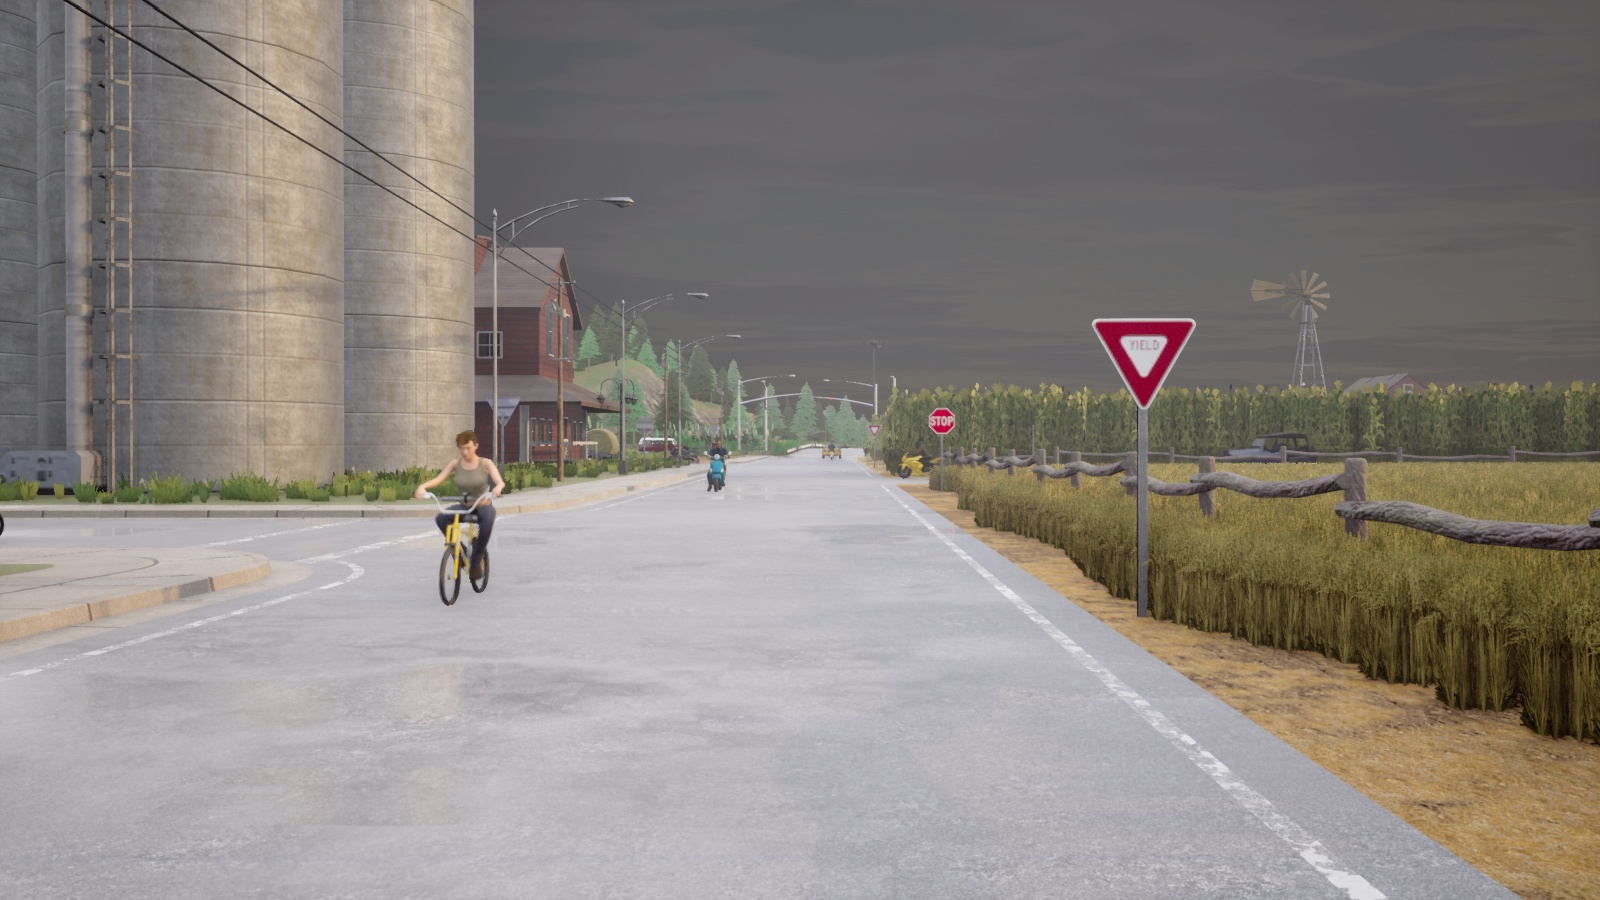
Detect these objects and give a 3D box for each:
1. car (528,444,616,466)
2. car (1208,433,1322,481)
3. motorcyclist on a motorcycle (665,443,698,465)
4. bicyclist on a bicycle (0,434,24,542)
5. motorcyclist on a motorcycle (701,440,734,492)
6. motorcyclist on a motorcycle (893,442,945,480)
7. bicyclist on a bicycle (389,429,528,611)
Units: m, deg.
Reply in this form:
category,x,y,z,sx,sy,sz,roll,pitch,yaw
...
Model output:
category,x,y,z,sx,sy,sz,roll,pitch,yaw
car,-14.814,0.293,81.852,5.357,1.411,2.033,0,0,1
car,18.649,0.271,50.466,3.866,1.878,1.905,0,0,2
motorcyclist on a motorcycle,-8.059,0.266,85.365,2.191,1.530,0.866,0,-1,-11
bicyclist on a bicycle,-12.702,0.566,18.891,1.509,1.612,0.866,0,0,0
motorcyclist on a motorcycle,-2.525,0.479,38.759,0.866,1.590,1.817,0,0,1
motorcyclist on a motorcycle,4.853,0.444,51.173,2.044,1.523,0.797,0,-2,13
bicyclist on a bicycle,-3.196,0.613,11.893,0.866,1.612,1.509,0,0,2
